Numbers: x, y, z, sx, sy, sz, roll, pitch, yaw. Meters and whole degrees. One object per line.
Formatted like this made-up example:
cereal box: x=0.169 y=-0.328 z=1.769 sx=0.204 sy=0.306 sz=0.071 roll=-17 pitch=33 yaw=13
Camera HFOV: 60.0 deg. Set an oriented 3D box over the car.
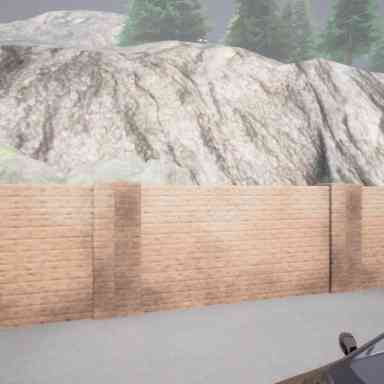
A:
car: x=2.178 y=1.492 z=1.904 sx=4.902 sy=1.511 sz=2.128 roll=0 pitch=0 yaw=-18
